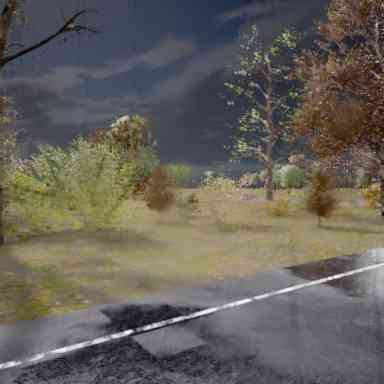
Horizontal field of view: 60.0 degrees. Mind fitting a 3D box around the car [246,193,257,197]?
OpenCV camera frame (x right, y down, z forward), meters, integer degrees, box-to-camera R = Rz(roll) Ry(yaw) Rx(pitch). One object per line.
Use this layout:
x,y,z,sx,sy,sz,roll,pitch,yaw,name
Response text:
12.085,0.851,70.692,1.994,1.385,4.181,-1,1,-35,car
